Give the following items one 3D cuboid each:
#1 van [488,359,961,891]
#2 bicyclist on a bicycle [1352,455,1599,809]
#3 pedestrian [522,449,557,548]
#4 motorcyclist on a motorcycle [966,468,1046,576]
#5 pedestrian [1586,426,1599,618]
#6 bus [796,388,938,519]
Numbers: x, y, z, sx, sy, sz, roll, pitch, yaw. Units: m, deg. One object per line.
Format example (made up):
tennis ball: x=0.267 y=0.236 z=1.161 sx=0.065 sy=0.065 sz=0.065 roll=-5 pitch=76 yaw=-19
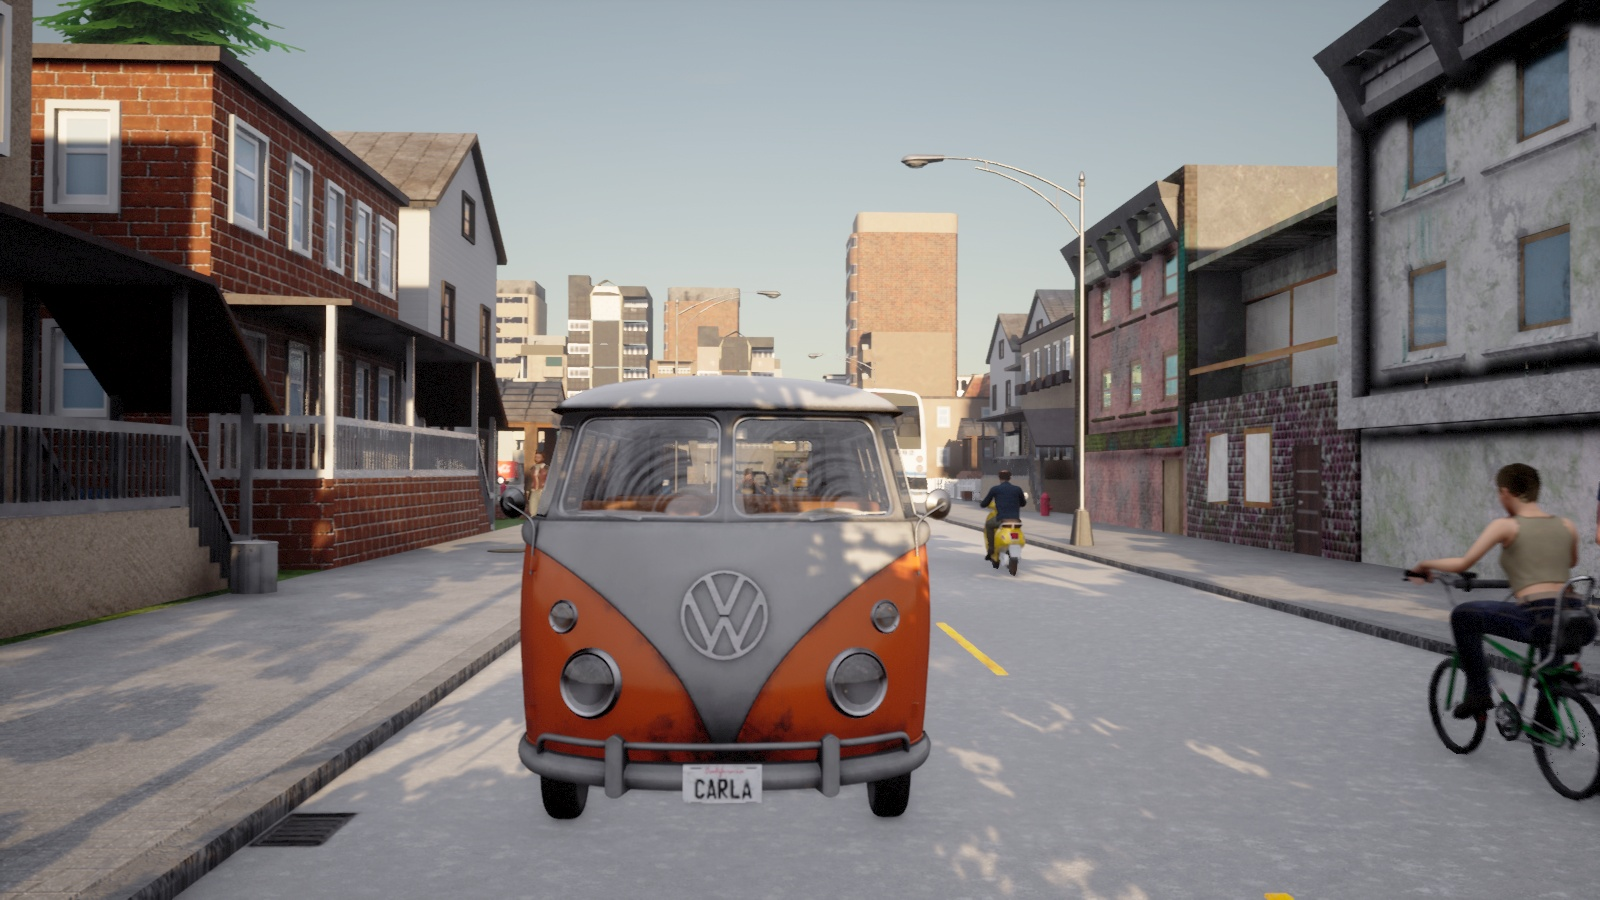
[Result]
van: x=-0.367 y=0.683 z=6.957 sx=1.775 sy=1.987 sz=4.442 roll=0 pitch=-1 yaw=-2
bicyclist on a bicycle: x=3.659 y=0.844 z=6.517 sx=0.866 sy=1.612 sz=1.509 roll=0 pitch=-1 yaw=-2
pedestrian: x=-5.151 y=0.956 z=24.859 sx=0.402 sy=1.930 sz=0.666 roll=-1 pitch=-1 yaw=18
motorcyclist on a motorcycle: x=3.165 y=1.077 z=19.470 sx=0.866 sy=1.590 sz=1.817 roll=0 pitch=-1 yaw=-2
pedestrian: x=7.854 y=0.689 z=11.854 sx=0.354 sy=1.836 sz=0.706 roll=0 pitch=-1 yaw=-5
bus: x=2.180 y=0.191 z=46.093 sx=3.944 sy=4.253 sz=10.273 roll=0 pitch=-1 yaw=-4
